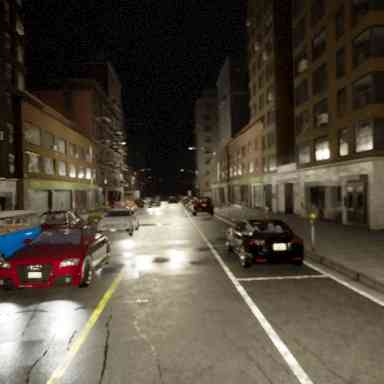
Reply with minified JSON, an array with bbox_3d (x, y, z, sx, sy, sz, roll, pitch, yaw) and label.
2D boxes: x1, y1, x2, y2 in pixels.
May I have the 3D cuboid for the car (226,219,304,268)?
[{"bbox_3d":[2.256,1.527,11.068,1.947,1.339,4.313,-2,0,-3],"label":"car"}]

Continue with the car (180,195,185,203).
[{"bbox_3d":[-0.572,1.651,60.459,1.967,1.590,4.097,-2,0,-3],"label":"car"}]

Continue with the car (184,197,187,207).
[{"bbox_3d":[0.372,1.664,43.995,2.008,1.369,4.403,-2,0,-3],"label":"car"}]

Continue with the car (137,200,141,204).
[{"bbox_3d":[-8.127,1.867,43.338,1.752,1.417,4.829,-2,0,-3],"label":"car"}]

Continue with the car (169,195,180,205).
[{"bbox_3d":[-3.994,1.832,70.474,1.882,1.535,5.008,-2,0,-3],"label":"car"}]

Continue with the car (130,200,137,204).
[{"bbox_3d":[-7.826,1.753,38.021,1.967,1.590,4.097,-2,0,-3],"label":"car"}]

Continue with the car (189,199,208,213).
[{"bbox_3d":[0.675,1.610,38.678,1.752,1.417,4.829,-2,0,-3],"label":"car"}]

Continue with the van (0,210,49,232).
[{"bbox_3d":[-6.261,1.532,10.581,1.690,1.788,3.998,-2,0,-3],"label":"van"}]

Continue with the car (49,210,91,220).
[{"bbox_3d":[-6.571,1.652,16.069,1.967,1.590,4.097,-2,0,-3],"label":"car"}]

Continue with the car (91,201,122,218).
[{"bbox_3d":[-7.186,1.784,26.874,1.752,1.417,4.829,-2,0,-3],"label":"car"}]

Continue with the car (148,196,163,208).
[{"bbox_3d":[-6.107,1.846,54.873,2.128,1.511,4.902,-2,0,-3],"label":"car"}]

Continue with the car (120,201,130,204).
[{"bbox_3d":[-7.507,1.867,32.532,1.802,1.307,4.206,-2,0,-3],"label":"car"}]

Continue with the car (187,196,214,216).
[{"bbox_3d":[0.992,1.371,33.020,2.192,1.841,5.009,-2,0,-3],"label":"car"}]

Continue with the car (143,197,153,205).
[{"bbox_3d":[-10.020,1.990,76.435,1.967,1.590,4.097,-2,0,-3],"label":"car"}]

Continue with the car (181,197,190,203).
[{"bbox_3d":[-1.519,1.846,77.092,1.752,1.417,4.829,-2,0,-3],"label":"car"}]

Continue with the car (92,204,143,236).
[{"bbox_3d":[-4.170,1.681,19.389,1.812,1.442,4.674,-2,0,-3],"label":"car"}]

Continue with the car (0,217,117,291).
[{"bbox_3d":[-3.599,1.681,9.403,1.994,1.385,4.181,-2,0,-3],"label":"car"}]

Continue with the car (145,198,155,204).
[{"bbox_3d":[-10.328,2.155,81.922,1.947,1.339,4.313,-2,0,-3],"label":"car"}]

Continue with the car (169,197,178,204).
[{"bbox_3d":[-4.583,1.951,80.805,2.128,1.511,4.902,-2,0,-3],"label":"car"}]

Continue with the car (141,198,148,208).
[{"bbox_3d":[-8.763,1.952,54.483,1.887,1.381,4.507,-2,0,-3],"label":"car"}]
